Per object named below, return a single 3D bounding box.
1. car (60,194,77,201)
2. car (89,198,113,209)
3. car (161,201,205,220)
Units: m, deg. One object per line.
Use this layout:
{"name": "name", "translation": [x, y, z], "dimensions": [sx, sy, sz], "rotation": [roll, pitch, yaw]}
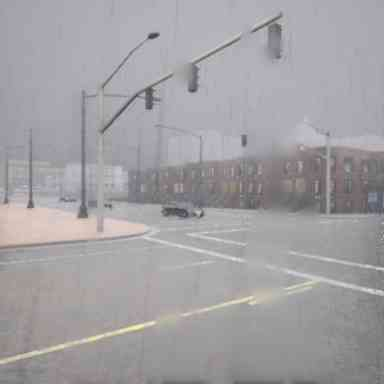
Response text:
{"name": "car", "translation": [-21.549, 1.064, 57.918], "dimensions": [2.097, 1.767, 4.553], "rotation": [0, 0, -36]}
{"name": "car", "translation": [-12.357, 1.532, 44.961], "dimensions": [1.882, 1.535, 5.008], "rotation": [0, 0, -36]}
{"name": "car", "translation": [-0.870, 1.545, 28.956], "dimensions": [2.128, 1.511, 4.902], "rotation": [0, 0, -36]}
